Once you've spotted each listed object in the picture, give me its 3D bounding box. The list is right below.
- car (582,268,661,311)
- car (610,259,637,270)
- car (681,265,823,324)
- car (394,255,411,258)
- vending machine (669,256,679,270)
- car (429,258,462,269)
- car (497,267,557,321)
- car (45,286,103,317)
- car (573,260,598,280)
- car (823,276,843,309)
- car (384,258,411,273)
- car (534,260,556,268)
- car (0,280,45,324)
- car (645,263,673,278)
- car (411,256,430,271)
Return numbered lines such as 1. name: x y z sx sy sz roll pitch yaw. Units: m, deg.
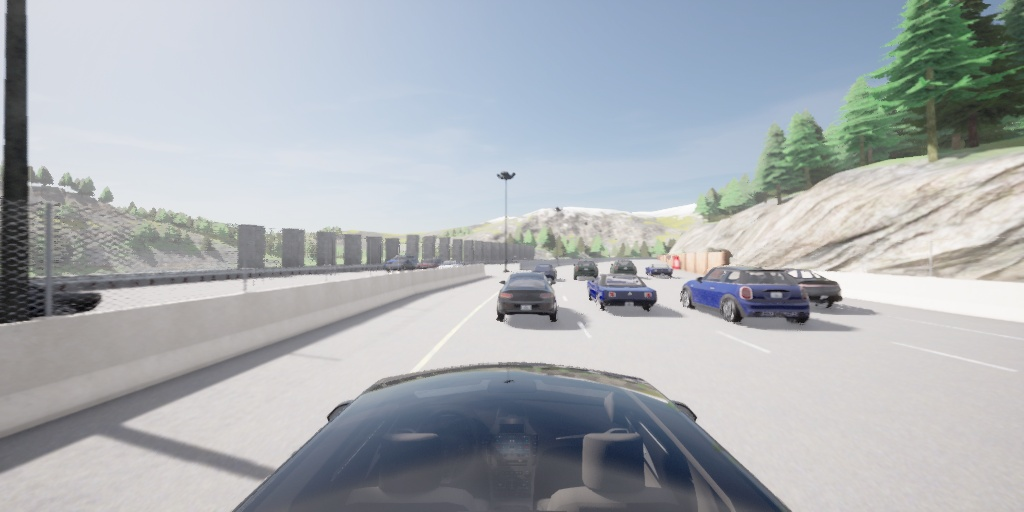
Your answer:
1. car: 4.199 1.361 14.518 1.895 1.301 4.718 0 0 4
2. car: 10.517 1.126 34.005 2.097 1.767 4.553 0 0 11
3. car: 7.572 1.120 12.203 2.097 1.767 4.553 0 0 4
4. car: -14.958 0.939 49.020 2.150 2.045 5.566 0 0 14
5. vending machine: 24.578 1.003 53.740 1.100 2.100 0.880 0 0 19
6. car: -6.701 1.259 38.203 1.812 1.442 4.674 0 0 12
7. car: 0.540 1.277 12.337 1.812 1.442 4.674 0 0 4
8. car: -13.856 1.318 8.993 1.895 1.301 4.718 0 0 3
9. car: 6.550 1.117 31.902 2.097 1.767 4.553 0 0 10
10. car: 11.298 1.268 15.173 2.128 1.511 4.902 0 0 5
11. car: -13.005 1.226 42.108 1.837 1.490 4.892 0 -1 13
12. car: 2.805 1.320 30.835 1.994 1.385 4.181 0 0 10
13. car: -10.464 1.077 4.891 2.097 1.767 4.553 0 0 2
14. car: 14.300 1.384 35.165 1.895 1.301 4.718 0 0 12
15. car: -9.462 1.078 41.908 2.097 1.767 4.553 0 0 13
